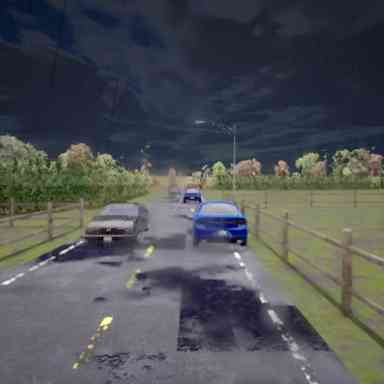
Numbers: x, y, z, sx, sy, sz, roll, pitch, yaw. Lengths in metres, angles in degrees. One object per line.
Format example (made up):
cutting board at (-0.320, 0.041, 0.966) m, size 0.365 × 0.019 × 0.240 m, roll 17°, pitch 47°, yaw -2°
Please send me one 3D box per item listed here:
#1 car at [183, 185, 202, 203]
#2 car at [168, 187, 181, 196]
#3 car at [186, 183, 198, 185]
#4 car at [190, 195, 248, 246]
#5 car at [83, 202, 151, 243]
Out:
car at (0.057, 0.359, 36.953) m, size 1.882 × 1.535 × 5.008 m, roll 0°, pitch 2°, yaw 1°
car at (-2.803, -0.116, 54.987) m, size 1.994 × 1.385 × 4.181 m, roll 0°, pitch 2°, yaw 0°
car at (0.014, -0.282, 49.326) m, size 2.150 × 2.045 × 5.566 m, roll 0°, pitch 2°, yaw 0°
car at (0.965, 1.083, 13.070) m, size 1.882 × 1.535 × 5.008 m, roll 0°, pitch 2°, yaw 0°
car at (-2.845, 1.127, 13.899) m, size 2.033 × 1.411 × 5.357 m, roll 0°, pitch 2°, yaw 0°
